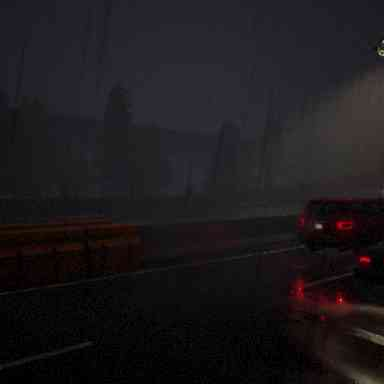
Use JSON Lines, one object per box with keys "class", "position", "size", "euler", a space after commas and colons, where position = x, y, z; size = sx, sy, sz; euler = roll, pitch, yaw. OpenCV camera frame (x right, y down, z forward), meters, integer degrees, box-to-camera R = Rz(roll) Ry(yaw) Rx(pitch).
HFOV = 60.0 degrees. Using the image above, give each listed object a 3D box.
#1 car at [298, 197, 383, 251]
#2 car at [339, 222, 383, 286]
{"class": "car", "position": [6.439, 1.204, 12.724], "size": [5.566, 2.045, 2.150], "euler": [-1, 1, -35]}
{"class": "car", "position": [6.161, 1.542, 8.238], "size": [5.357, 1.411, 2.033], "euler": [0, 0, -35]}
